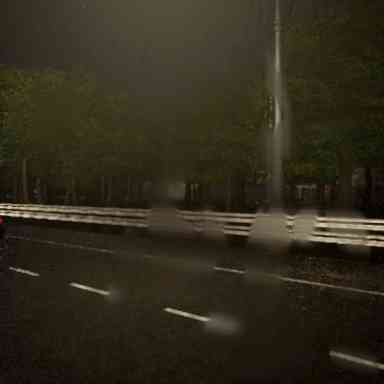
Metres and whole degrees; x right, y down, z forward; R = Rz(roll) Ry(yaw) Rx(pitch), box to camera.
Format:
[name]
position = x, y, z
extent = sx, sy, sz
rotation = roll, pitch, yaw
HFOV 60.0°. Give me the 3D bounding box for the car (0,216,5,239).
[car]
position = -11.041, 1.352, 16.048
extent = 4.553, 1.767, 2.097
rotation = 0, 0, 36
